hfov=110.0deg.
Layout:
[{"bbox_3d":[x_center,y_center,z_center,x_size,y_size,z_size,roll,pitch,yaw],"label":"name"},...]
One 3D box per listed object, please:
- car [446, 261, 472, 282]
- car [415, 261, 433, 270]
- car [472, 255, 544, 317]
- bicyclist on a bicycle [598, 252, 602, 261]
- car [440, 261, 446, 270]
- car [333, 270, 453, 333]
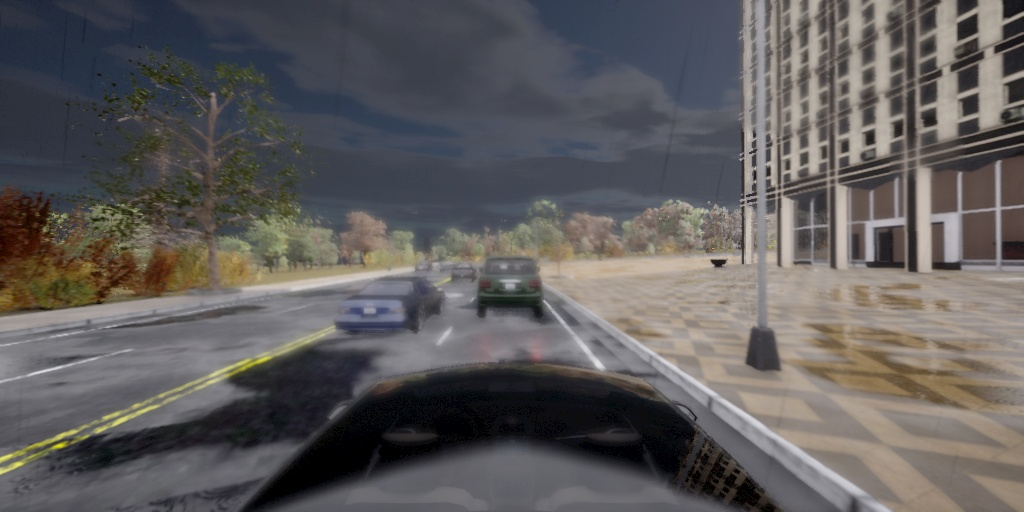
[{"bbox_3d":[-3.864,1.305,29.560,2.128,1.511,4.902,0,0,-2],"label":"car"},{"bbox_3d":[-11.598,1.385,47.453,2.128,1.511,4.902,0,0,-4],"label":"car"},{"bbox_3d":[-0.079,0.992,13.432,2.150,2.045,5.566,0,0,-1],"label":"car"},{"bbox_3d":[15.301,0.184,62.431,0.582,1.620,1.656,-2,0,-6],"label":"bicyclist on a bicycle"},{"bbox_3d":[-8.293,1.414,46.751,1.812,1.442,4.674,0,0,-4],"label":"car"},{"bbox_3d":[-3.299,1.312,10.773,2.033,1.411,5.357,0,0,-1],"label":"car"}]
